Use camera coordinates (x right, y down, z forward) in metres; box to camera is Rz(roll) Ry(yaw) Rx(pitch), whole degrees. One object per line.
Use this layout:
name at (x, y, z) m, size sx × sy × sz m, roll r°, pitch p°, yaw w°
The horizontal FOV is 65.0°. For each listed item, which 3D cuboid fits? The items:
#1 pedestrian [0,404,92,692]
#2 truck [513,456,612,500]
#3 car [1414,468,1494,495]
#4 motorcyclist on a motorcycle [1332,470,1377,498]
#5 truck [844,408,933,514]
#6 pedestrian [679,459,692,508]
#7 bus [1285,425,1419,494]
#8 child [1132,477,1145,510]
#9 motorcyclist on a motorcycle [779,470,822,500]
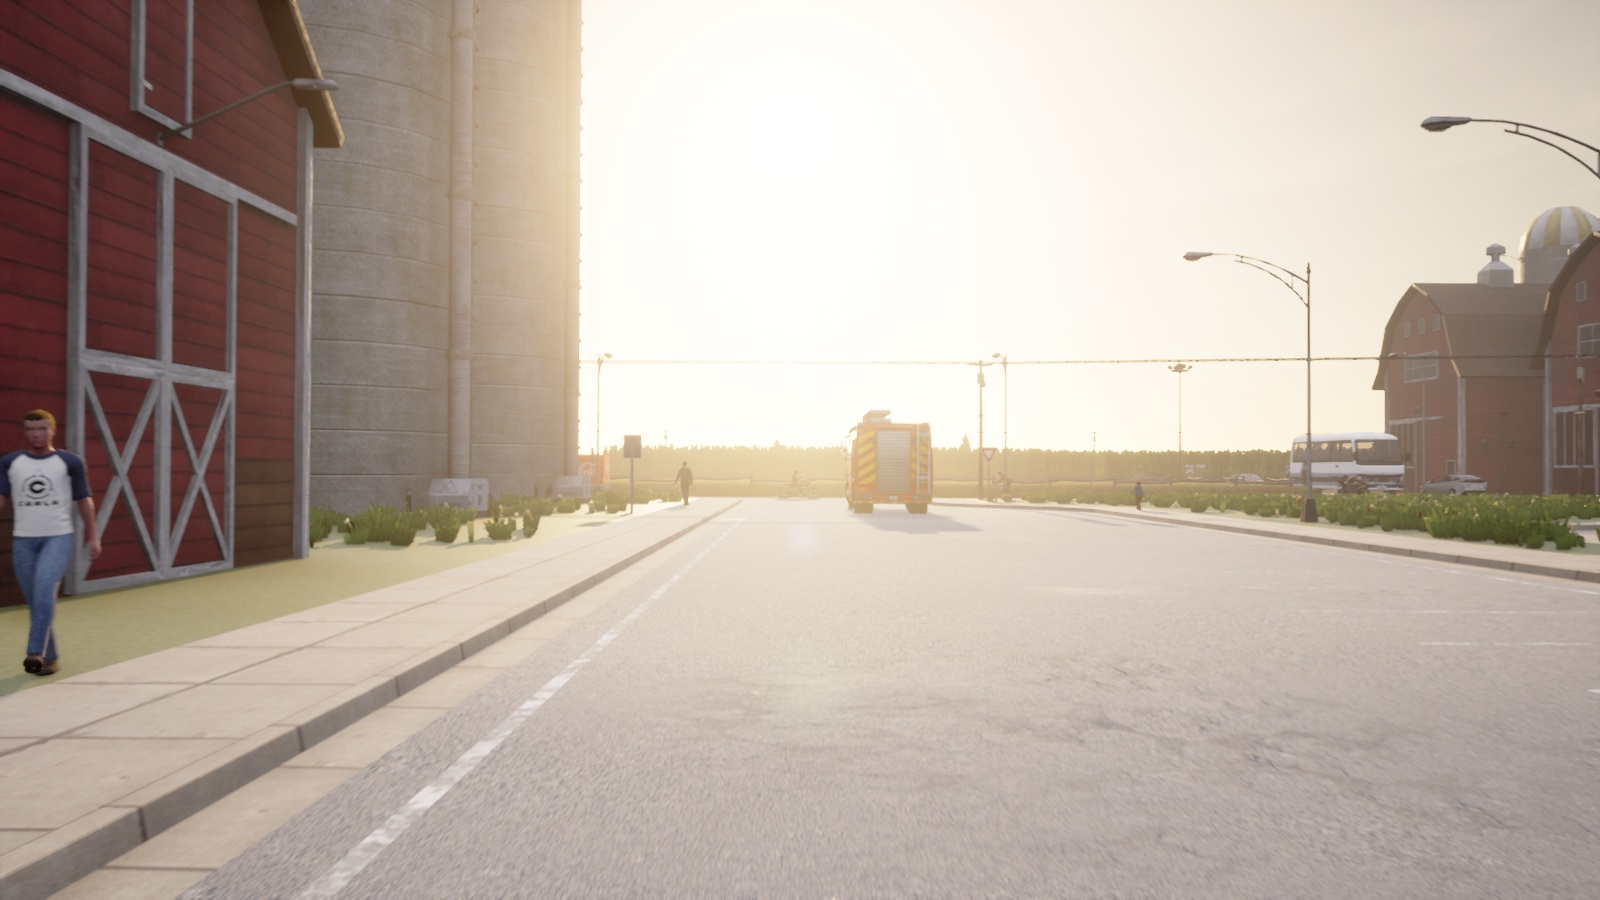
pedestrian at (-5.030, 0.630, 8.391) m, size 0.354 × 1.836 × 0.706 m, roll 0°, pitch -1°, yaw -15°
truck at (-13.737, 1.603, 72.883) m, size 5.204 × 2.467 × 2.627 m, roll 0°, pitch -1°, yaw 1°
car at (38.050, 1.826, 73.204) m, size 2.007 × 1.525 × 4.514 m, roll 0°, pitch -1°, yaw -4°
motorcyclist on a motorcycle at (30.672, 1.880, 69.496) m, size 2.191 × 1.530 × 0.866 m, roll 0°, pitch -1°, yaw -13°
truck at (3.377, 0.471, 49.835) m, size 2.891 × 3.827 × 8.468 m, roll 0°, pitch -1°, yaw 0°
pedestrian at (-4.583, 1.331, 50.339) m, size 0.423 × 1.949 × 0.788 m, roll 0°, pitch -1°, yaw -11°
bus at (36.238, 0.683, 83.049) m, size 3.944 × 4.253 × 10.273 m, roll 0°, pitch -1°, yaw -2°
child at (12.355, 1.567, 45.790) m, size 0.343 × 1.192 × 0.448 m, roll 0°, pitch -1°, yaw 1°
motorcyclist on a motorcycle at (0.031, 1.923, 69.201) m, size 2.350 × 1.649 × 0.766 m, roll 0°, pitch -1°, yaw 1°
